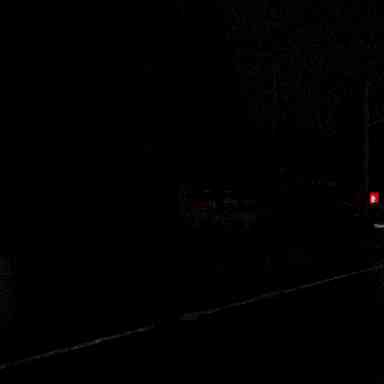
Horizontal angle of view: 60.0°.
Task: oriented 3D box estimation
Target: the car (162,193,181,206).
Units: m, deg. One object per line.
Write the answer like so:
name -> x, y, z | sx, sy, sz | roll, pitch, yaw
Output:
car -> -3.647, 1.367, 50.080 | 2.097, 1.767, 4.553 | 0, 0, -35

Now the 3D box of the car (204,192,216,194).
car -> 4.957, 1.113, 92.288 | 1.932, 1.855, 4.605 | 0, 0, -37

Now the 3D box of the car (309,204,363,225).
car -> 10.807, 1.578, 24.598 | 1.994, 1.385, 4.181 | 0, 0, -36

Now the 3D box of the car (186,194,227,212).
car -> 1.807, 1.367, 36.593 | 2.097, 1.767, 4.553 | 0, 0, -37
